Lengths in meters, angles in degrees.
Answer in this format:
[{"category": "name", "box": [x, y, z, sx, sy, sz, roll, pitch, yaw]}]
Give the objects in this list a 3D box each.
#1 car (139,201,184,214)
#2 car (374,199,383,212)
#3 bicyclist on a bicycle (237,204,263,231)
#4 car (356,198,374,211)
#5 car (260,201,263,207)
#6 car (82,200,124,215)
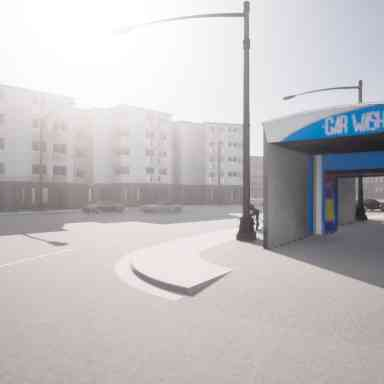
[{"category": "car", "box": [-3.215, 1.601, 35.119, 4.718, 1.301, 1.895, 0, 0, -40]}, {"category": "car", "box": [22.873, 1.526, 36.575, 4.674, 1.442, 1.812, 0, 0, -18]}, {"category": "bicyclist on a bicycle", "box": [3.193, 1.301, 18.294, 1.656, 1.620, 0.582, 0, 0, 38]}, {"category": "car", "box": [20.987, 1.505, 39.644, 4.892, 1.490, 1.837, 0, 0, -18]}, {"category": "car", "box": [12.128, 1.351, 47.937, 4.553, 1.767, 2.097, 0, 0, -20]}, {"category": "car", "box": [-9.079, 1.564, 34.179, 1.994, 1.385, 4.181, 0, 0, 44]}]
